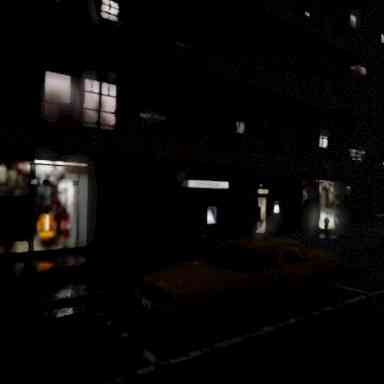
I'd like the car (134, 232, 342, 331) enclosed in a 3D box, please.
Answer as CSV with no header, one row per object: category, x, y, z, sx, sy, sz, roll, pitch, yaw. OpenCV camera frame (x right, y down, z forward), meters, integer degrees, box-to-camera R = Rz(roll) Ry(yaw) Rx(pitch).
car,1.206,1.571,6.952,4.829,1.417,1.752,1,0,-35
